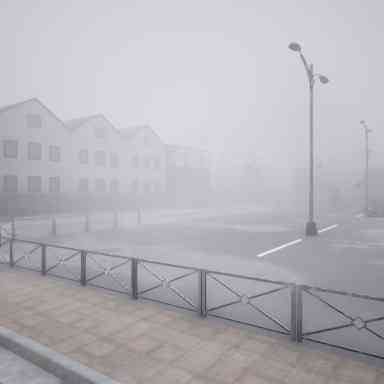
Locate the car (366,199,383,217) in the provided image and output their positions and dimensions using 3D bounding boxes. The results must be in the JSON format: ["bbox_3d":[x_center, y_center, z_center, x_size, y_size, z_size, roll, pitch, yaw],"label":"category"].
[{"bbox_3d":[15.362,1.298,26.847,2.007,1.523,4.514,0,0,35],"label":"car"}]
